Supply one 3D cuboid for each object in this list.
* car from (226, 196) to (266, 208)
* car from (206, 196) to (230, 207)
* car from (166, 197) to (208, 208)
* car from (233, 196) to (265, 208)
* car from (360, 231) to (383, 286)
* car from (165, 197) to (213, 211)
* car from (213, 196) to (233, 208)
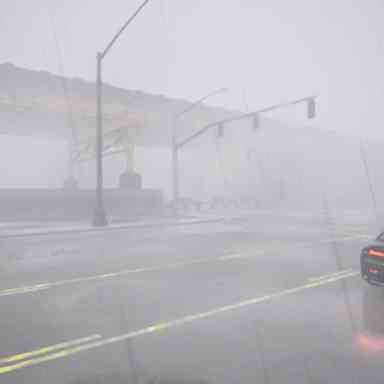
[{"bbox_3d":[7.172,1.286,44.487,4.974,1.542,2.038,0,0,-7],"label":"car"},{"bbox_3d":[3.269,1.156,40.785,1.853,1.218,4.536,0,0,18],"label":"car"},{"bbox_3d":[-0.549,1.181,38.066,4.536,1.218,1.853,0,0,8],"label":"car"},{"bbox_3d":[7.120,1.128,44.480,4.536,1.218,1.853,0,0,-7],"label":"car"},{"bbox_3d":[5.956,1.455,7.994,4.892,1.490,1.837,0,0,-35],"label":"car"},{"bbox_3d":[-0.497,1.339,38.059,4.974,1.542,2.038,0,0,8],"label":"car"},{"bbox_3d":[3.254,1.314,40.736,2.038,1.542,4.974,0,0,18],"label":"car"}]
